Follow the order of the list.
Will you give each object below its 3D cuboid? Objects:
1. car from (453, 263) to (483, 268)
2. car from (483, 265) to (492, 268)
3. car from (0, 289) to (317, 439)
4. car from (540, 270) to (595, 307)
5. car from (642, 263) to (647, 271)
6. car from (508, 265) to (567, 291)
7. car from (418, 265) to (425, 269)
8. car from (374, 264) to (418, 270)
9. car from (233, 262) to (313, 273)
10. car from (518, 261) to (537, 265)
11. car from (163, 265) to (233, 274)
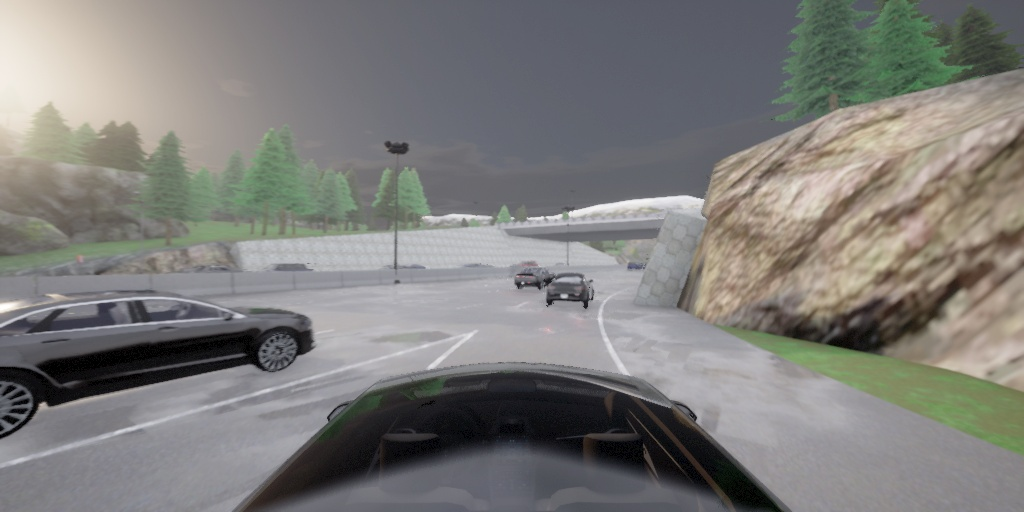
[{"bbox_3d":[-6.347,1.819,46.305,1.882,1.535,5.008,0,-1,30],"label":"car"},{"bbox_3d":[-4.562,2.047,56.309,2.033,1.411,5.357,0,-1,30],"label":"car"},{"bbox_3d":[-5.574,1.252,5.409,2.128,1.511,4.902,0,-1,30],"label":"car"},{"bbox_3d":[2.808,1.516,16.931,1.812,1.442,4.674,0,-1,17],"label":"car"},{"bbox_3d":[19.480,2.063,48.575,2.128,1.511,4.902,0,-1,30],"label":"car"},{"bbox_3d":[1.927,1.595,25.307,2.128,1.511,4.902,0,-1,30],"label":"car"},{"bbox_3d":[-14.774,1.894,52.678,1.812,1.442,4.674,0,-1,30],"label":"car"},{"bbox_3d":[-13.590,1.699,40.801,2.128,1.511,4.902,0,-1,30],"label":"car"},{"bbox_3d":[-17.582,1.329,26.950,2.097,1.767,4.553,0,-1,30],"label":"car"},{"bbox_3d":[2.466,1.845,61.373,2.150,2.045,5.566,0,-1,31],"label":"car"},{"bbox_3d":[-22.257,1.417,25.869,2.128,1.511,4.902,0,-1,30],"label":"car"}]
